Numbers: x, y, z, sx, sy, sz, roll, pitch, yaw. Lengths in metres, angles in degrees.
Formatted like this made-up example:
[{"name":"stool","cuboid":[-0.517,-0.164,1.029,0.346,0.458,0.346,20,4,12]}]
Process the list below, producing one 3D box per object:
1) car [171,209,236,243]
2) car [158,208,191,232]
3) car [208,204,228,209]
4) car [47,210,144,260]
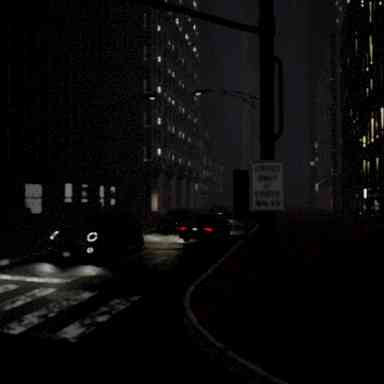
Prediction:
[{"name":"car","cuboid":[0.835,1.862,18.198,2.033,1.411,5.357,-1,-1,16]},{"name":"car","cuboid":[-0.834,1.901,23.614,1.882,1.535,5.008,-1,-1,16]},{"name":"car","cuboid":[2.902,2.156,36.529,1.837,1.490,4.892,-1,-1,16]},{"name":"car","cuboid":[-3.715,1.597,13.596,2.097,1.767,4.553,-1,-1,16]}]
